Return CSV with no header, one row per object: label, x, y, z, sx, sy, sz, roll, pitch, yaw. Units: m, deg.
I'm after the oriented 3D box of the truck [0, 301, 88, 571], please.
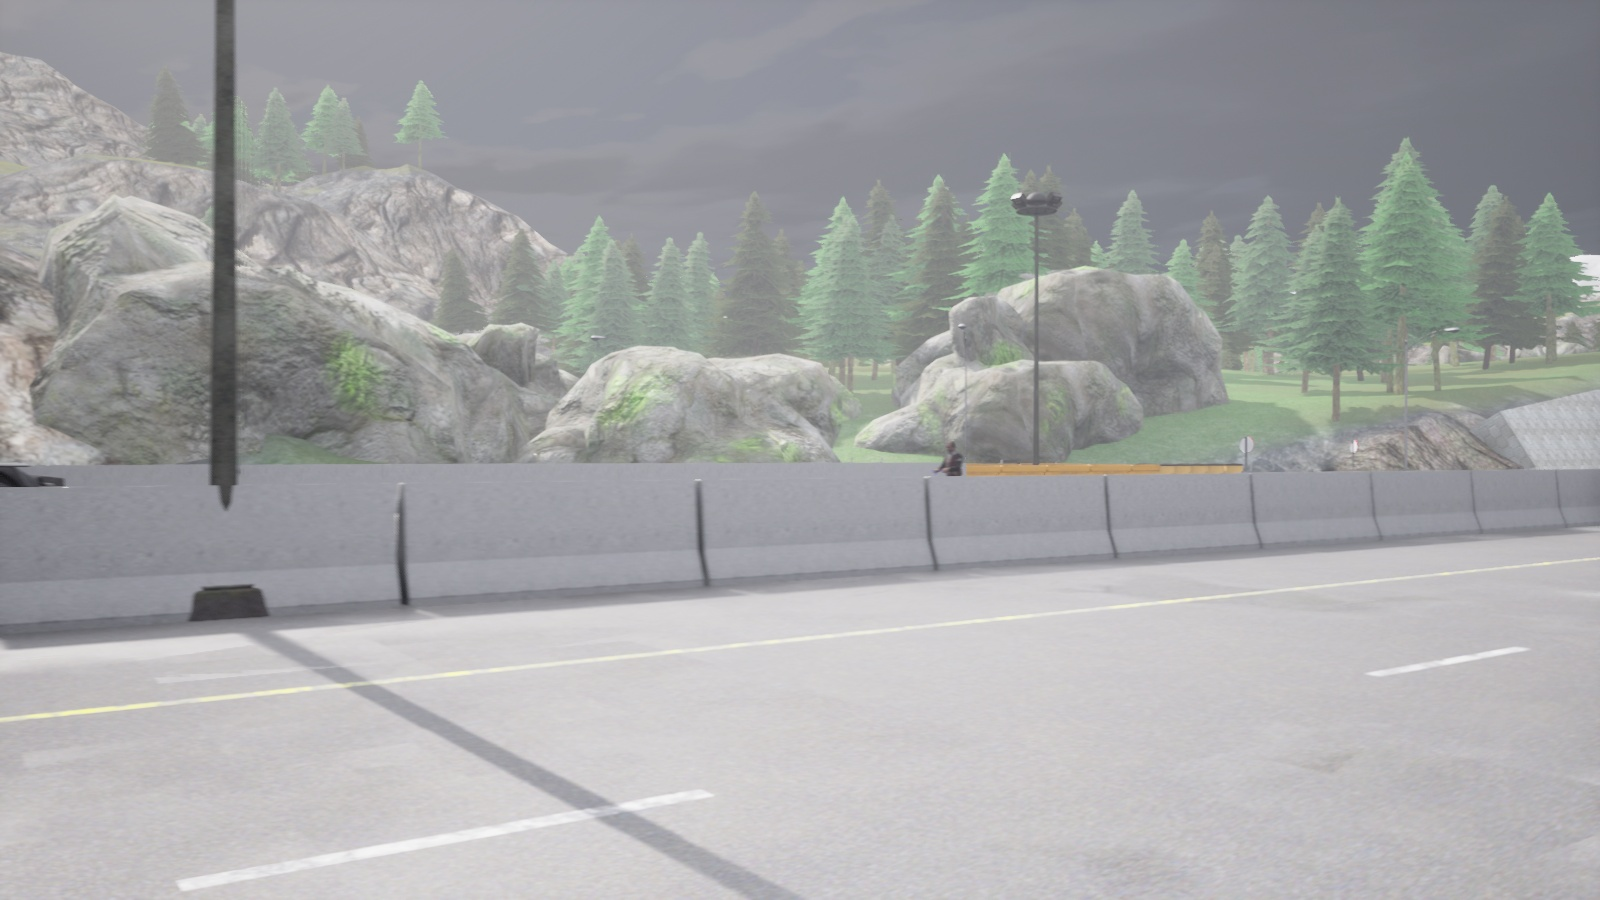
truck,-13.524,-0.170,15.571,7.936,3.462,2.891,0,0,-35
